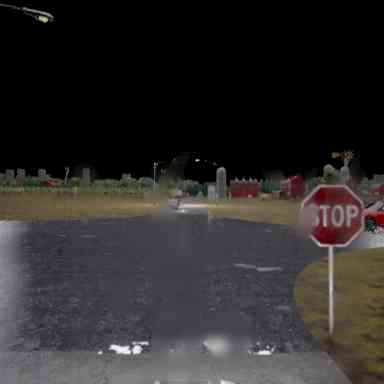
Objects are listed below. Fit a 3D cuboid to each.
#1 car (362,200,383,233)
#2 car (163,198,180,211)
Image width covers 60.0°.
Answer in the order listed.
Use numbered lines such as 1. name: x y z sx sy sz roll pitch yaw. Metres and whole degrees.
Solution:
1. car: 12.649 1.537 21.507 5.566 2.045 2.150 1 -1 0
2. car: -2.533 1.574 41.894 1.837 1.490 4.892 0 0 1
